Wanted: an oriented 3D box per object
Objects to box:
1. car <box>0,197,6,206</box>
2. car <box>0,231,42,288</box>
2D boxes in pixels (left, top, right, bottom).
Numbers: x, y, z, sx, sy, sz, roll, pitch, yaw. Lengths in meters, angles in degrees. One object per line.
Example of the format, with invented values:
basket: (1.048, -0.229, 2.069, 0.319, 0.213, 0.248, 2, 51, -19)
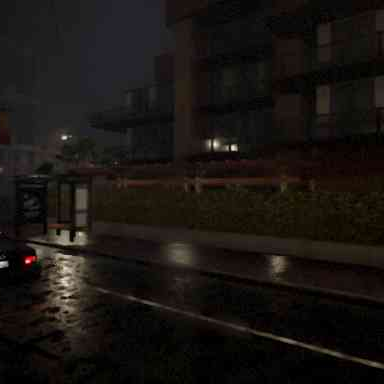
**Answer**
car: (-27.792, 1.116, 44.719, 1.882, 1.535, 5.008, 1, 0, 36)
car: (-5.818, 1.478, 8.095, 5.357, 1.411, 2.033, 1, 0, 36)
